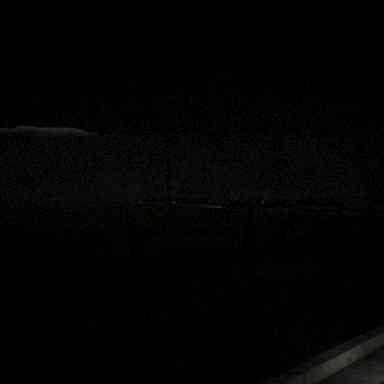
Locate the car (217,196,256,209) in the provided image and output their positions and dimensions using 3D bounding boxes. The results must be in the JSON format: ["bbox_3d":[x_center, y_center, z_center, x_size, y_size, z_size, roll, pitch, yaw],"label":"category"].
[{"bbox_3d":[5.947,1.601,44.931,1.895,1.301,4.718,0,0,-35],"label":"car"}]

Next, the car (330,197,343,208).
[{"bbox_3d":[19.800,1.478,49.548,1.882,1.535,5.008,0,0,-35],"label":"car"}]

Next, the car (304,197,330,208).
[{"bbox_3d":[16.699,1.477,47.879,1.882,1.535,5.008,0,0,-35],"label":"car"}]

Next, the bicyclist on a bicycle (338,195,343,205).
[{"bbox_3d":[23.074,1.302,51.786,1.656,1.620,0.582,0,0,-35],"label":"bicyclist on a bicycle"}]

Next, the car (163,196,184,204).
[{"bbox_3d":[-4.141,1.525,65.488,1.812,1.442,4.674,0,0,-35],"label":"car"}]

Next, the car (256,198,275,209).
[{"bbox_3d":[8.937,1.526,46.761,1.812,1.442,4.674,0,0,-35],"label":"car"}]

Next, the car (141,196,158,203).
[{"bbox_3d":[-8.485,1.564,65.559,1.994,1.385,4.181,0,0,-35],"label":"car"}]

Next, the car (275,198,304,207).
[{"bbox_3d":[12.963,1.601,47.112,1.895,1.301,4.718,0,0,-35],"label":"car"}]

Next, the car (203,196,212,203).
[{"bbox_3d":[2.302,1.506,68.458,1.837,1.490,4.892,0,0,-35],"label":"car"}]

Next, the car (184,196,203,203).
[{"bbox_3d":[-0.796,1.548,66.779,2.033,1.411,5.357,0,0,-35],"label":"car"}]

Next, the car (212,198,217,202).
[{"bbox_3d":[6.989,1.491,67.862,2.128,1.511,4.902,0,0,-35],"label":"car"}]
